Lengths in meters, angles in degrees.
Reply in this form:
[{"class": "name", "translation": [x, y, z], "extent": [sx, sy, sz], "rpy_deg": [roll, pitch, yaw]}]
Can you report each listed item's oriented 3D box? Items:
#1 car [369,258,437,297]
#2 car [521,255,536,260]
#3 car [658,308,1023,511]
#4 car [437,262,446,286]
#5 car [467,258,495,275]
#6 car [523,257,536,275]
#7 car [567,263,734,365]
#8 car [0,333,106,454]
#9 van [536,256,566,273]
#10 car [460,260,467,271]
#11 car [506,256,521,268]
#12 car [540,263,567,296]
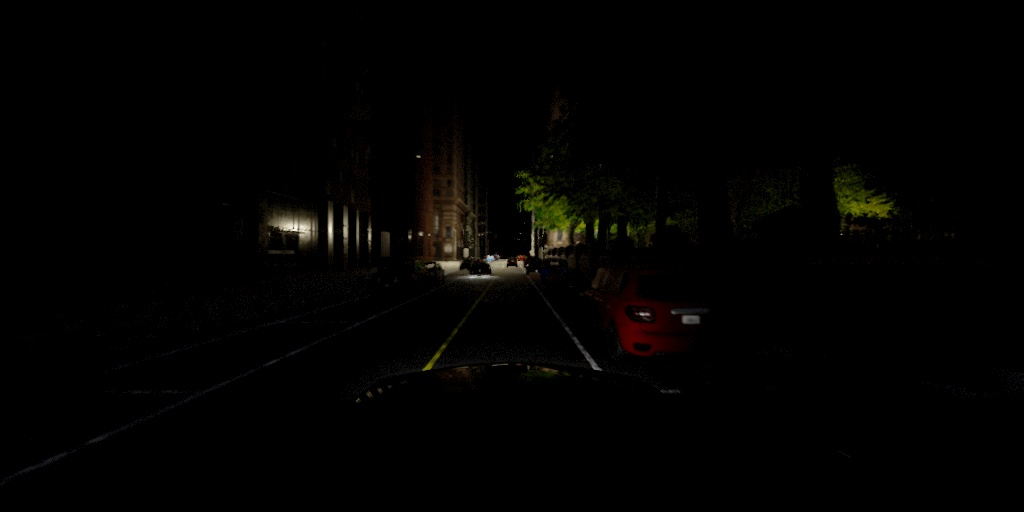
[{"class": "car", "translation": [-5.758, 1.034, 18.964], "extent": [2.192, 1.841, 5.009], "rpy_deg": [0, 0, 0]}, {"class": "car", "translation": [2.775, 0.894, 52.119], "extent": [2.192, 1.841, 5.009], "rpy_deg": [0, 0, 0]}, {"class": "car", "translation": [2.763, 1.332, 2.395], "extent": [1.802, 1.307, 4.207], "rpy_deg": [0, 0, 0]}, {"class": "car", "translation": [-5.757, 1.139, 24.488], "extent": [1.967, 1.591, 4.097], "rpy_deg": [0, 0, 0]}, {"class": "car", "translation": [-3.080, 1.215, 36.225], "extent": [1.994, 1.385, 4.181], "rpy_deg": [0, 0, 0]}, {"class": "car", "translation": [2.363, 1.153, 36.815], "extent": [1.837, 1.490, 4.892], "rpy_deg": [0, 0, 0]}, {"class": "car", "translation": [2.764, 1.059, 7.921], "extent": [2.192, 1.841, 5.009], "rpy_deg": [0, 0, 0]}, {"class": "car", "translation": [-5.762, 1.294, 2.386], "extent": [1.888, 1.381, 4.507], "rpy_deg": [0, 0, 0]}, {"class": "van", "translation": [2.768, 1.041, 24.497], "extent": [1.690, 1.789, 3.998], "rpy_deg": [0, 0, 0]}, {"class": "car", "translation": [-5.752, 1.156, 46.586], "extent": [2.007, 1.370, 4.403], "rpy_deg": [0, 0, 0]}, {"class": "car", "translation": [0.026, 1.103, 56.669], "extent": [2.033, 1.411, 5.357], "rpy_deg": [0, 0, 0]}, {"class": "car", "translation": [2.767, 1.265, 18.973], "extent": [1.888, 1.381, 4.507], "rpy_deg": [0, 0, 0]}]
